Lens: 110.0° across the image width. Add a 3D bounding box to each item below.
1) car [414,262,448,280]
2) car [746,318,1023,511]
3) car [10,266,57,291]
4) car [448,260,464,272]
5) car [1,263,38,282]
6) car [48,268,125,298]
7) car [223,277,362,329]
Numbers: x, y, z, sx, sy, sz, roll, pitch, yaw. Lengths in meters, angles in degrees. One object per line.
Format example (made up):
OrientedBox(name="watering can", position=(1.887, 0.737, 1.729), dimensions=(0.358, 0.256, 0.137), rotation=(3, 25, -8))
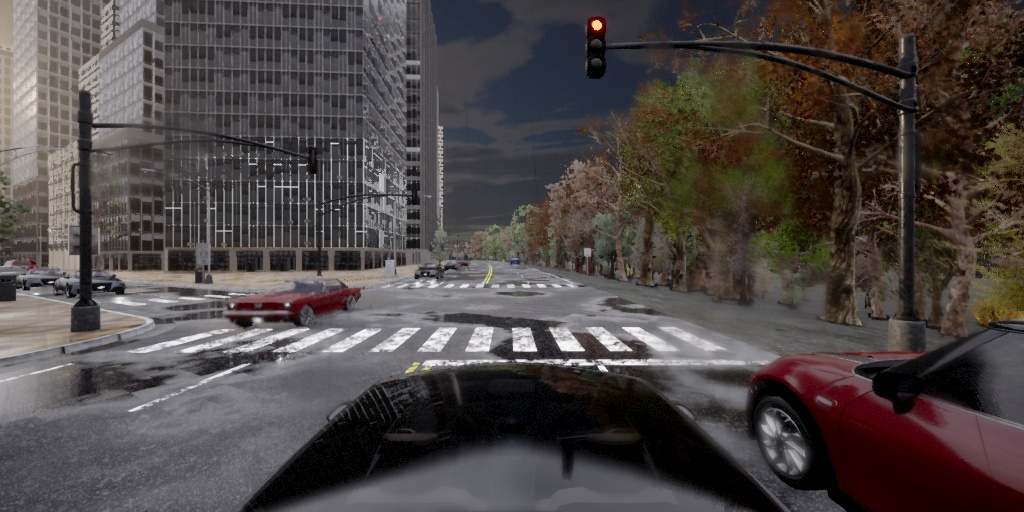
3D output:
OrientedBox(name="car", position=(-7.143, 1.323, 31.268), dimensions=(1.994, 1.385, 4.181), rotation=(0, 0, -2))
OrientedBox(name="car", position=(3.320, 1.070, 1.725), dimensions=(2.097, 1.767, 4.553), rotation=(-1, -1, 2))
OrientedBox(name="car", position=(-32.131, 1.565, 24.576), dimensions=(4.181, 1.385, 1.994), rotation=(0, 0, 29))
OrientedBox(name="car", position=(-7.763, 1.368, 46.335), dimensions=(1.895, 1.301, 4.718), rotation=(0, 0, -3))
OrientedBox(name="car", position=(-41.285, 1.586, 29.550), dimensions=(4.892, 1.490, 1.837), rotation=(-1, 0, 28))
OrientedBox(name="car", position=(-23.394, 1.491, 19.835), dimensions=(4.181, 1.385, 1.994), rotation=(0, 0, 29))
OrientedBox(name="car", position=(-6.692, 1.389, 11.597), dimensions=(1.895, 1.301, 4.718), rotation=(0, 0, -1))
